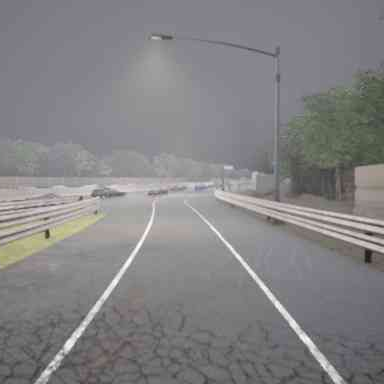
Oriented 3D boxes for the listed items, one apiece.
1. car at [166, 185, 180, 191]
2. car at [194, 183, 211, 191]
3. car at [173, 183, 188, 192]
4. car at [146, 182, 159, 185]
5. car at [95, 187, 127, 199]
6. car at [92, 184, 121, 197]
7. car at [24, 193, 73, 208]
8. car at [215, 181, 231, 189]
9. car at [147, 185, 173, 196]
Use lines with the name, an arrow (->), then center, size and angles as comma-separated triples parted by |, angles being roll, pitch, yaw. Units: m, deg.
car -> -4.357, -0.968, 76.803 | 1.994, 1.385, 4.181 | 0, 2, 18
car -> 2.024, -0.980, 73.800 | 1.882, 1.535, 5.008 | 0, 2, 18
car -> -2.369, -0.822, 71.663 | 1.812, 1.442, 4.674 | 0, 2, 18
car -> -10.120, -1.532, 92.954 | 2.033, 1.411, 5.357 | 0, 2, 18
car -> -10.888, 0.263, 45.894 | 1.895, 1.301, 4.718 | 0, 2, 18
car -> -13.150, 0.025, 50.194 | 1.837, 1.490, 4.892 | 0, 2, 18
car -> -12.637, 0.806, 29.455 | 1.812, 1.442, 4.674 | 0, 2, 18
car -> 8.880, -1.921, 94.764 | 2.097, 1.767, 4.553 | 0, 2, 18
car -> -5.166, -0.005, 52.050 | 1.895, 1.301, 4.718 | 0, 2, 18
